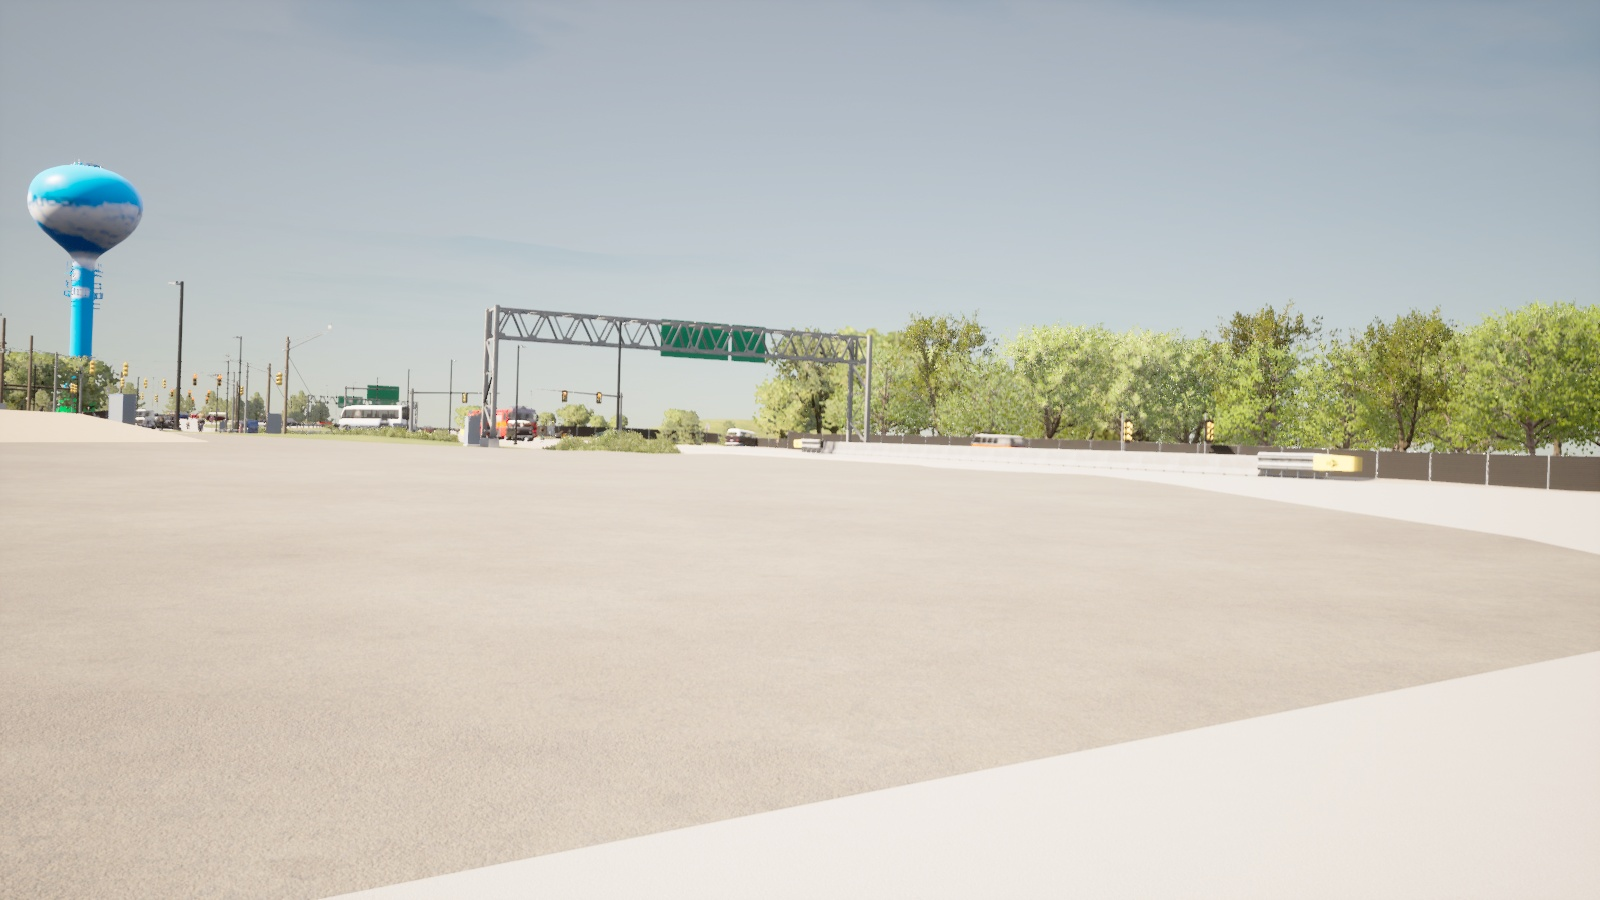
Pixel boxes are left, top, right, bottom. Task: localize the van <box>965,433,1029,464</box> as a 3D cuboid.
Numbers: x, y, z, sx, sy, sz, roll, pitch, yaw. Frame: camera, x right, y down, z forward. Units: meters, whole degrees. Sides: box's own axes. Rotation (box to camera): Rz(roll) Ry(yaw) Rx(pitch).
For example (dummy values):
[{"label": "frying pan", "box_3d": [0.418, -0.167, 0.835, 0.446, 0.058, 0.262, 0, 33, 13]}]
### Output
[{"label": "van", "box_3d": [13.717, -0.106, 87.810, 1.775, 1.987, 4.442, 2, 1, -35]}]
